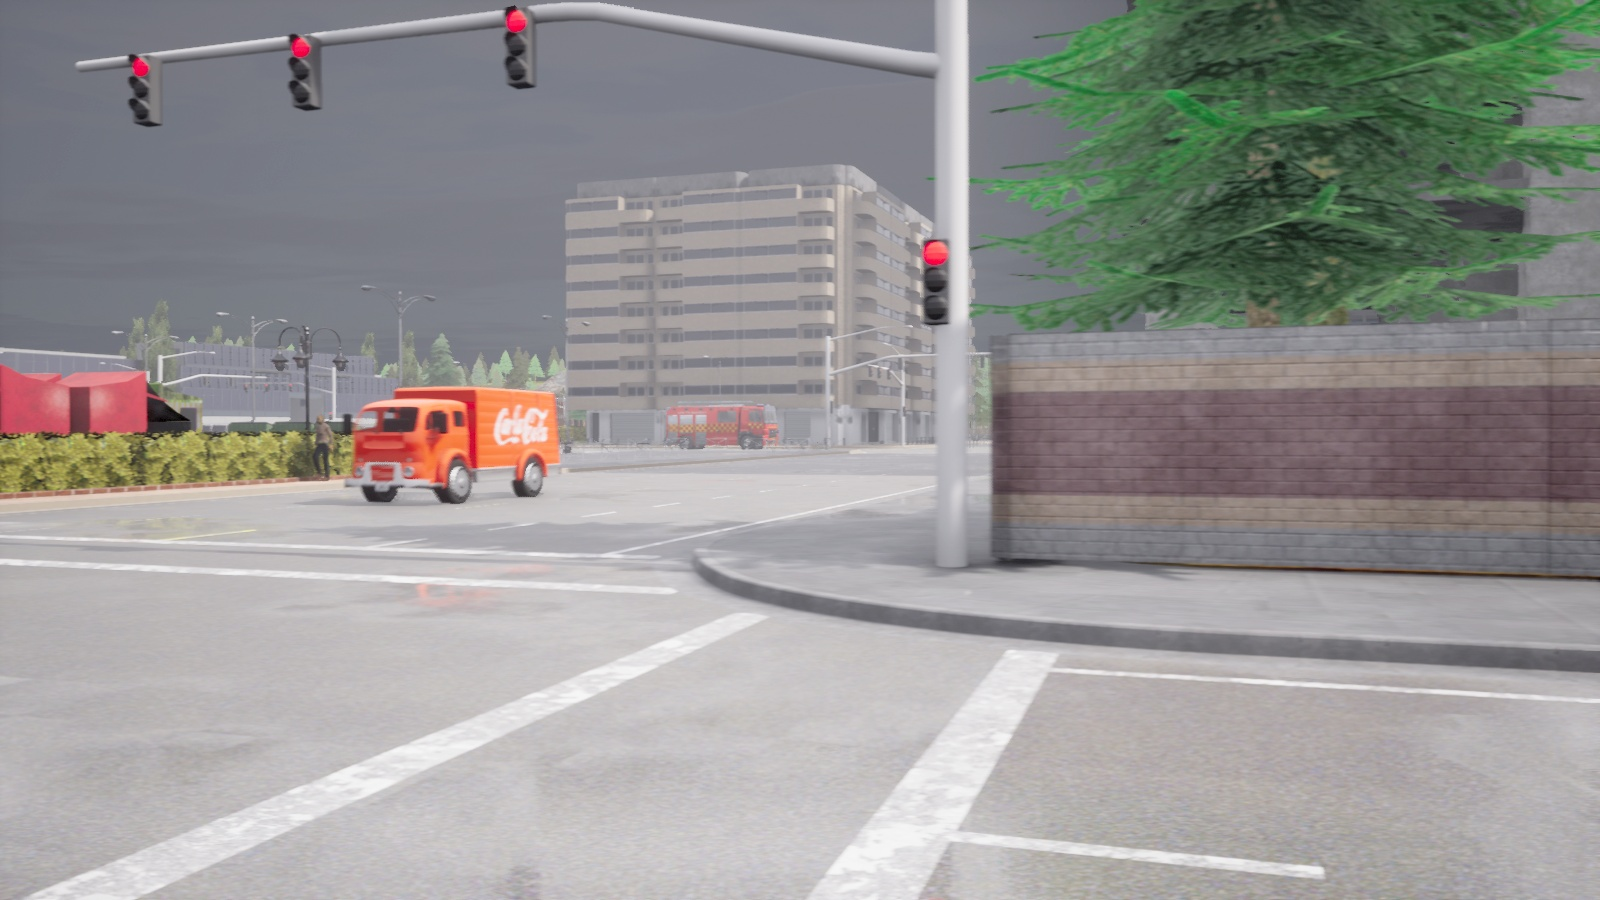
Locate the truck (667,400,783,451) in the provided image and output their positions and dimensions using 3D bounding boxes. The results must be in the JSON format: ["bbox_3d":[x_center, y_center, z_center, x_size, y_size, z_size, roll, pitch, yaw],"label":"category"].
[{"bbox_3d":[-5.770,-1.917,96.943,8.468,3.827,2.891,1,1,18],"label":"truck"}]

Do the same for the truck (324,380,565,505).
[{"bbox_3d":[-7.614,-0.188,27.594,2.627,2.467,5.204,1,1,18],"label":"truck"}]

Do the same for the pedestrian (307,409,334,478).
[{"bbox_3d":[-12.962,-0.171,33.964,0.331,1.846,0.634,1,1,21],"label":"pedestrian"}]
